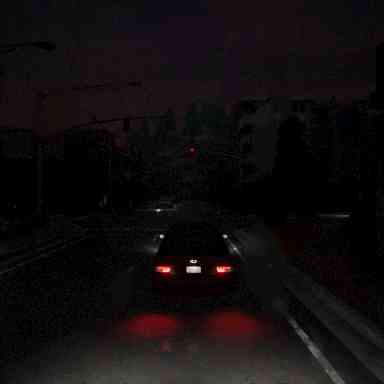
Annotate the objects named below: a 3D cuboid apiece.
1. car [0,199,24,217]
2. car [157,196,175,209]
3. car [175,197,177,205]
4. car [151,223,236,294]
[{"bbox_3d":[-16.842,1.349,28.365,4.674,1.442,1.812,0,0,1],"label":"car"},{"bbox_3d":[-3.708,1.526,46.051,1.812,1.442,4.674,0,0,0],"label":"car"},{"bbox_3d":[-3.702,1.525,61.044,1.812,1.442,4.674,0,0,0],"label":"car"},{"bbox_3d":[0.039,1.547,8.939,2.033,1.411,5.357,0,0,0],"label":"car"}]
